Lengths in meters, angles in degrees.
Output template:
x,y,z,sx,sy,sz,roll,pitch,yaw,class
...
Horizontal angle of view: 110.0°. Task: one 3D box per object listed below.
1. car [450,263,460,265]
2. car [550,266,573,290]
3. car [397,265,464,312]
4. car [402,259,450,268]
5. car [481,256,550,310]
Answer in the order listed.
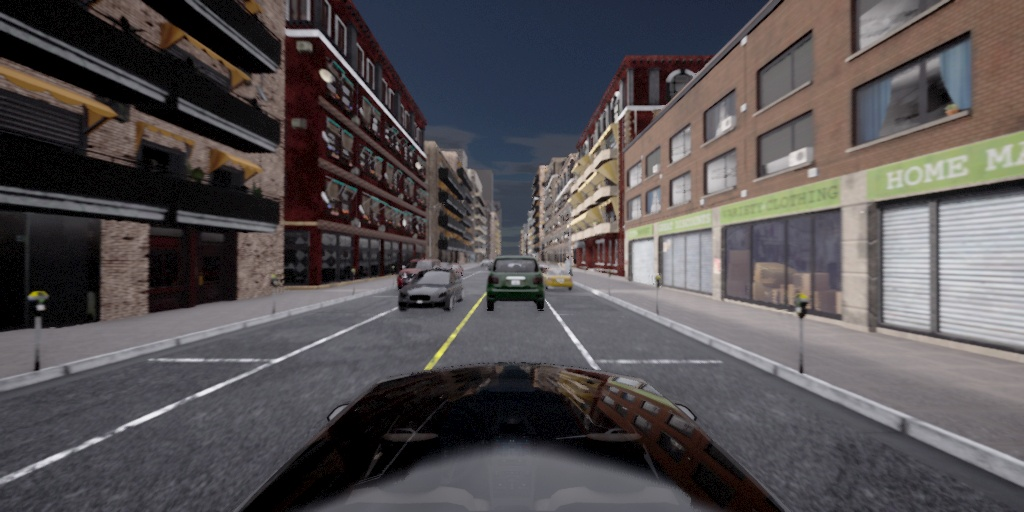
x,y,z,sx,sy,sz,roll,pitch,yaw,class
-5.601,1.248,28.257,1.967,1.591,4.097,0,0,0,car
2.759,1.339,22.756,1.751,1.417,4.829,0,0,0,car
-3.057,1.282,14.370,1.837,1.490,4.892,0,0,0,car
-5.622,1.108,22.622,2.192,1.841,5.009,0,0,0,car
0.155,1.008,14.957,2.150,2.045,5.566,0,0,1,car
